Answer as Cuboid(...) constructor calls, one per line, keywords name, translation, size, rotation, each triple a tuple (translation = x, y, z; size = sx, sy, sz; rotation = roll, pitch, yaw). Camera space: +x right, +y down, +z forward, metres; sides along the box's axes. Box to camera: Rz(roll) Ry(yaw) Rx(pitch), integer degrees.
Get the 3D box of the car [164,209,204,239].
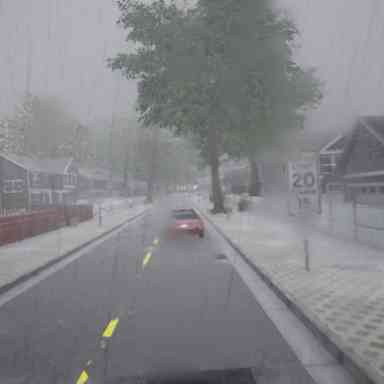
Cuboid(name="car", translation=(-0.441, 1.593, 17.821), size=(1.994, 1.385, 4.181), rotation=(-3, 0, -2))
